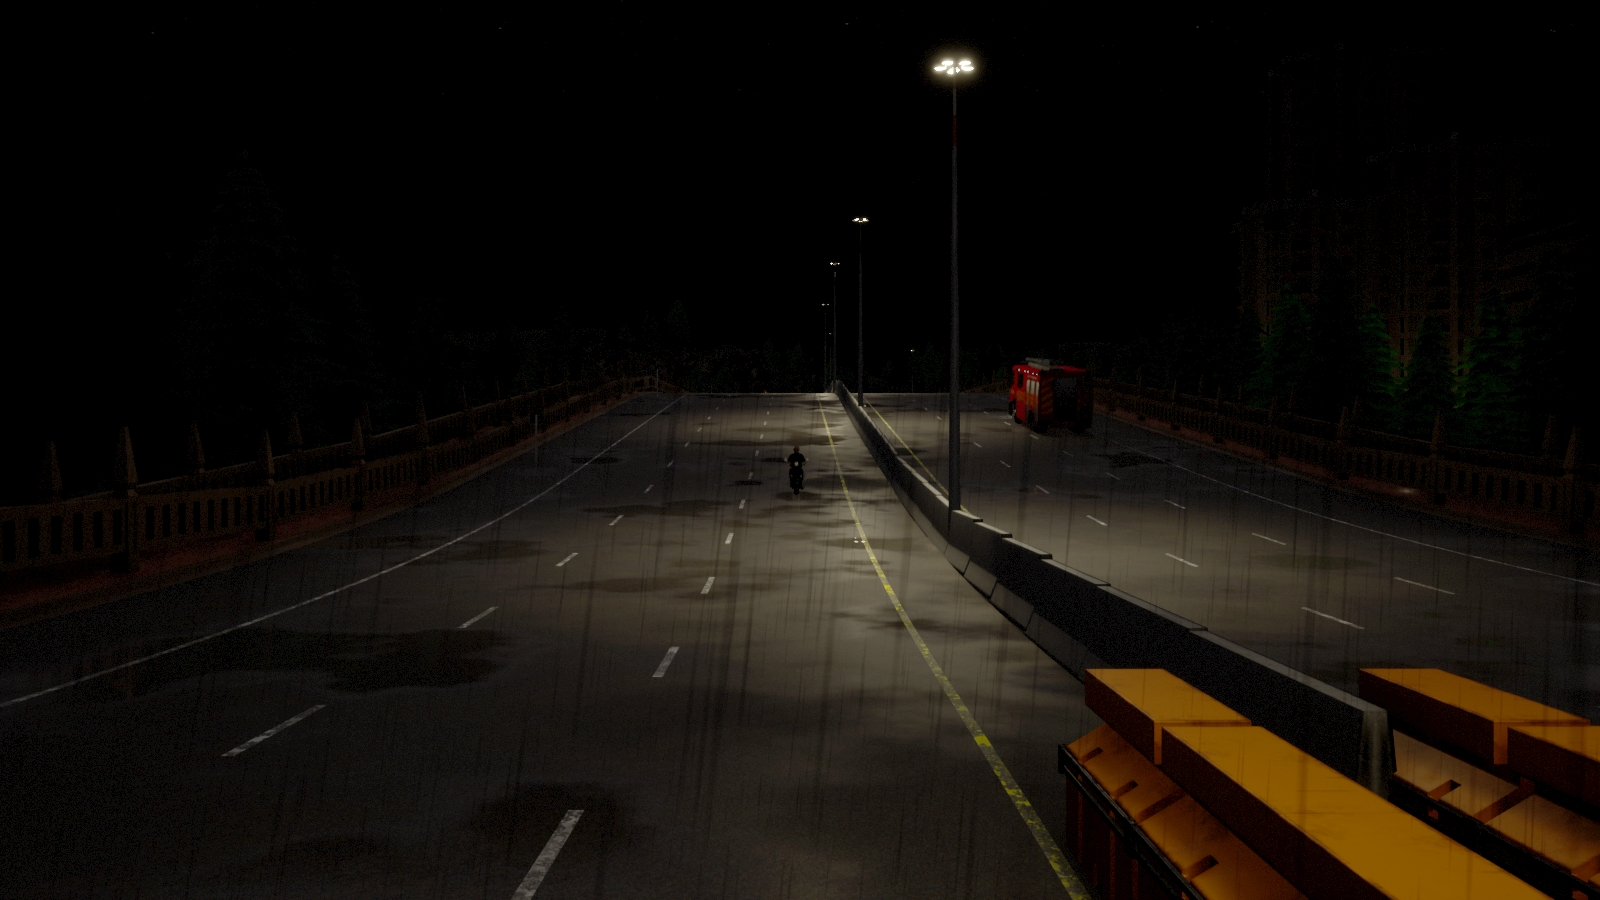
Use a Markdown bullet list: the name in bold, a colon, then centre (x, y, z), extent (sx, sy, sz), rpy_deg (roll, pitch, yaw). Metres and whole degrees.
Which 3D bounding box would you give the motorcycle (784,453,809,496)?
- **motorcycle**: centre (-0.125, 0.834, 39.610), extent (0.856, 1.316, 1.805), rpy_deg (0, 6, 0)
